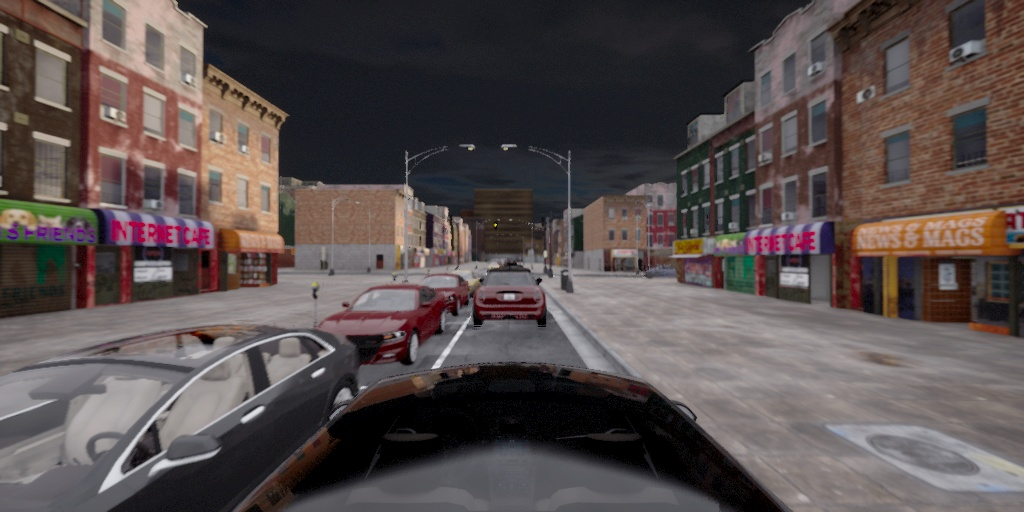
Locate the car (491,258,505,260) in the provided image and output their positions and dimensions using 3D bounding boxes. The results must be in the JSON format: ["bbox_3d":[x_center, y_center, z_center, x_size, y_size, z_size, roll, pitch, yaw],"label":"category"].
[{"bbox_3d":[-2.641,1.300,56.487,2.192,1.841,5.009,0,0,0],"label":"car"}]

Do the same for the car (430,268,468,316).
[{"bbox_3d":[-2.638,1.333,13.595,1.888,1.381,4.507,0,0,0],"label":"car"}]

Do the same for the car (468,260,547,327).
[{"bbox_3d":[-0.046,1.134,11.870,2.097,1.767,4.553,0,0,1],"label":"car"}]

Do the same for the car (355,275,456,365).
[{"bbox_3d":[-2.638,1.314,8.100,1.888,1.381,4.507,0,0,0],"label":"car"}]

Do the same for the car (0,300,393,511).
[{"bbox_3d":[-2.638,1.303,2.607,2.007,1.370,4.403,0,0,0],"label":"car"}]

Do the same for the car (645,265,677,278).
[{"bbox_3d":[15.740,1.634,36.363,4.181,1.385,1.994,1,-1,0],"label":"car"}]
